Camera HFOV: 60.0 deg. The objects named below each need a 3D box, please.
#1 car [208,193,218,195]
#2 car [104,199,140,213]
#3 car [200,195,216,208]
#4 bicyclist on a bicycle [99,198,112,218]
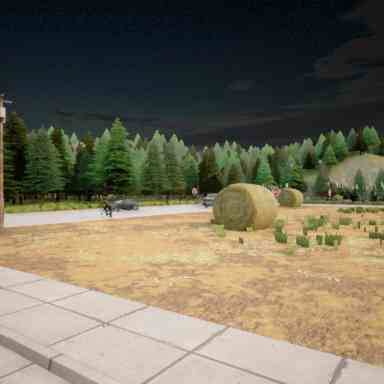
[{"bbox_3d":[3.574,1.253,53.798,2.150,2.045,5.566,0,0,37],"label":"car"},{"bbox_3d":[-8.044,1.552,38.209,1.812,1.442,4.674,0,0,37],"label":"car"},{"bbox_3d":[3.530,1.518,47.769,2.128,1.511,4.902,0,0,37],"label":"car"},{"bbox_3d":[-7.010,1.327,27.018,1.656,1.620,0.582,0,0,36],"label":"bicyclist on a bicycle"}]
